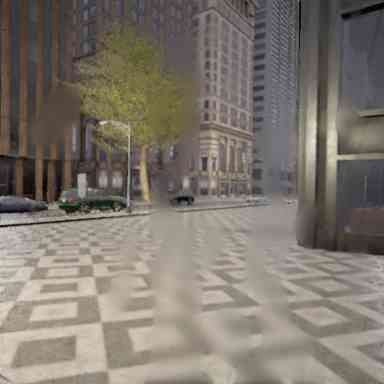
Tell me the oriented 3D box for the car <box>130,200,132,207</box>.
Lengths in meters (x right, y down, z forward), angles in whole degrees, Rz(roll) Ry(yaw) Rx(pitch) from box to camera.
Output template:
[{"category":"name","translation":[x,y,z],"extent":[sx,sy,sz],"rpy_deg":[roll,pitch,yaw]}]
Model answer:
[{"category":"car","translation":[-8.003,1.038,33.250],"extent":[1.994,1.385,4.181],"rpy_deg":[1,1,35]}]

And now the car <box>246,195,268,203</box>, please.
[{"category":"car","translation":[10.505,1.101,53.550],"extent":[1.895,1.301,4.718],"rpy_deg":[1,1,36]}]

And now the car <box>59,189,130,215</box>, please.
[{"category":"car","translation":[-8.199,0.774,27.606],"extent":[2.150,2.045,5.566],"rpy_deg":[2,1,37]}]

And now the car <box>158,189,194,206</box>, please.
[{"category":"car","translation":[-1.896,0.673,41.726],"extent":[2.150,2.045,5.566],"rpy_deg":[1,1,36]}]

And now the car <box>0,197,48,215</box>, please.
[{"category":"car","translation":[-13.804,1.053,25.159],"extent":[2.033,1.411,5.357],"rpy_deg":[1,1,36]}]
